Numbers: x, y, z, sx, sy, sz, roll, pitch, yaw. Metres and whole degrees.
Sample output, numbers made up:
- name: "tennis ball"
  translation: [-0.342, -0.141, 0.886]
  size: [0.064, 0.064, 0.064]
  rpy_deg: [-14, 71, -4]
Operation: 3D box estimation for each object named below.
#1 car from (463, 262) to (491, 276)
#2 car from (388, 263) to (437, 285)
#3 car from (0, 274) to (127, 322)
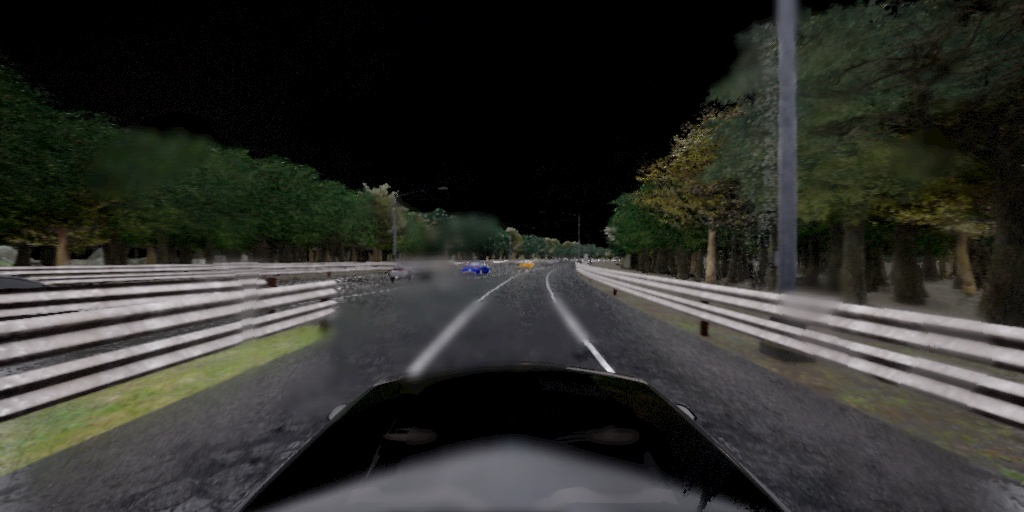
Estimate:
- name: "car"
  translation: [-3.907, 1.405, 40.707]
  size: [1.882, 1.535, 5.008]
  rpy_deg: [0, 0, 14]
- name: "car"
  translation: [-7.390, 1.301, 27.199]
  size: [2.128, 1.511, 4.902]
  rpy_deg: [0, 0, 14]
- name: "car"
  translation: [-12.277, 1.141, 8.243]
  size: [1.837, 1.490, 4.892]
  rpy_deg: [0, 0, 14]
